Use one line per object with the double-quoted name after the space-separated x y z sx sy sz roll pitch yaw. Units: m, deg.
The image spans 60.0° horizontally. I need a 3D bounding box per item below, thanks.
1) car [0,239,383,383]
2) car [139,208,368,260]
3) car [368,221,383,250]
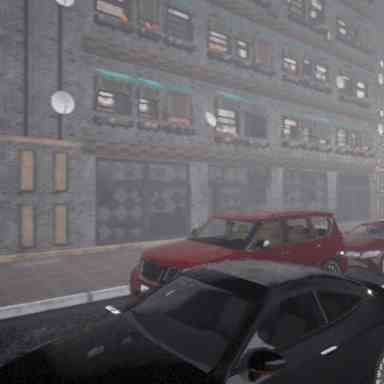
0.447 1.527 3.391 4.674 1.442 1.812 0 0 -36 "car"
1.268 1.317 7.006 5.009 1.841 2.192 0 0 -36 "car"
5.815 1.586 10.253 4.206 1.307 1.802 0 0 -36 "car"
